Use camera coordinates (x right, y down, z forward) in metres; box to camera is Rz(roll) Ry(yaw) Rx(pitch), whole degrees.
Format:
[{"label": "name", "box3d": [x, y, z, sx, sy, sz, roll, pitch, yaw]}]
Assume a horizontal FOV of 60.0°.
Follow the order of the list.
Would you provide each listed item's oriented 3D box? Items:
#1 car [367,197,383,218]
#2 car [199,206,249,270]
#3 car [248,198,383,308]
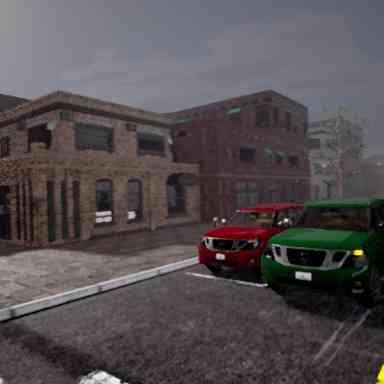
[{"label": "car", "box3d": [16.284, 1.221, 27.962, 1.967, 1.590, 4.097, -2, -1, 39]}, {"label": "car", "box3d": [2.323, 1.352, 10.711, 2.192, 1.841, 5.009, -2, -1, 39]}, {"label": "car", "box3d": [3.835, 1.211, 8.461, 2.150, 2.045, 5.566, -2, 0, 39]}]
